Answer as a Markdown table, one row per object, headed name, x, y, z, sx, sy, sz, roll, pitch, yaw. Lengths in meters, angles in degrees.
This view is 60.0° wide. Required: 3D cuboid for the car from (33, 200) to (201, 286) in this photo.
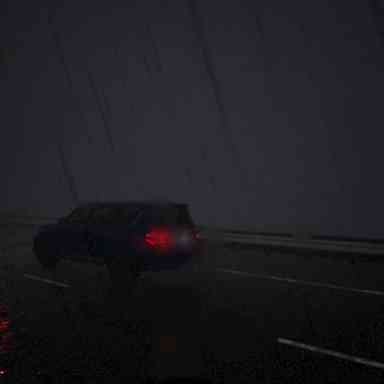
| name | x | y | z | sx | sy | sz | roll | pitch | yaw |
| --- | --- | --- | --- | --- | --- | --- | --- | --- | --- |
| car | -2.378 | 1.265 | 9.826 | 5.566 | 2.045 | 2.150 | 0 | 0 | 35 |
